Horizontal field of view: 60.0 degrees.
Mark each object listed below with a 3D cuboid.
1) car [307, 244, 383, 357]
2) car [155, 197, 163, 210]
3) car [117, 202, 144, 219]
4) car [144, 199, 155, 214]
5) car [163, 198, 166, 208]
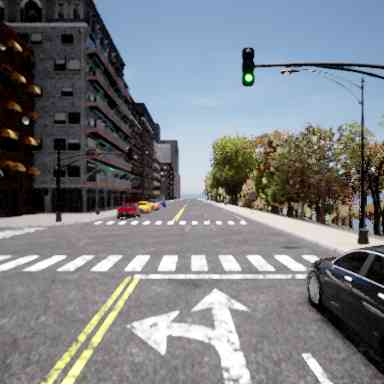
[{"bbox_3d":[3.332,1.576,5.186,1.837,1.490,4.892,0,0,1],"label":"car"},{"bbox_3d":[-6.578,2.094,55.368,2.097,1.767,4.553,0,-1,0],"label":"car"},{"bbox_3d":[-6.594,1.944,35.097,1.882,1.535,5.008,0,-1,0],"label":"car"},{"bbox_3d":[-6.592,2.071,44.517,1.882,1.535,5.008,0,-1,0],"label":"car"},{"bbox_3d":[-6.496,2.135,67.720,2.150,2.045,5.566,0,-1,0],"label":"car"}]
